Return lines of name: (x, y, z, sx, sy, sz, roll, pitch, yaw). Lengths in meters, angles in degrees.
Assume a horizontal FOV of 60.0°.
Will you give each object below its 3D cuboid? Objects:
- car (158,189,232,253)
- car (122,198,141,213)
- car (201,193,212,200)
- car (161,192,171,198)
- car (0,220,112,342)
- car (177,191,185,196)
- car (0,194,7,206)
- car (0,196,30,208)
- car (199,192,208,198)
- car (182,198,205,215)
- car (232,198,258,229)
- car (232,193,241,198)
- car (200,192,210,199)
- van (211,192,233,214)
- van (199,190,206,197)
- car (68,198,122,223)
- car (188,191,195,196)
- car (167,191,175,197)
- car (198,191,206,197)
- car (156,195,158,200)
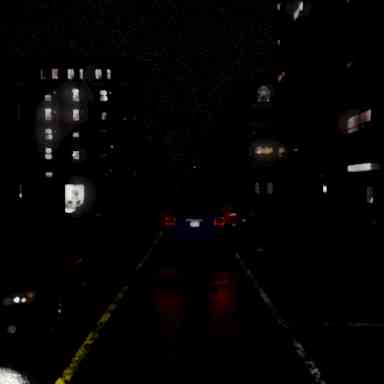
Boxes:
car: (0.094, 1.061, 13.057, 2.150, 2.045, 5.566, 0, 1, 0)
car: (-5.700, 1.212, 30.503, 1.802, 1.307, 4.206, 0, 1, 0)
car: (2.679, 0.833, 62.895, 1.802, 1.307, 4.206, 0, 1, 0)
car: (-5.703, 0.692, 73.953, 1.947, 1.339, 4.313, 0, 1, 0)
car: (-3.102, 1.484, 6.382, 1.994, 1.385, 4.181, 0, 1, 0)
car: (-3.008, 0.460, 92.997, 1.994, 1.385, 4.181, 0, 1, 0)
car: (-30.276, 1.228, 49.837, 4.097, 1.590, 1.967, -1, 2, 0)
car: (-22.407, 1.392, 41.259, 4.403, 1.369, 2.008, -1, 2, 0)
car: (2.677, 0.608, 79.464, 1.887, 1.381, 4.507, 0, 1, 0)
car: (0.096, 1.240, 29.717, 1.895, 1.301, 4.718, 0, 1, 0)
car: (2.682, 1.306, 19.447, 1.887, 1.381, 4.507, 0, 1, 0)
car: (2.680, 1.011, 24.972, 2.192, 1.841, 5.009, 0, 1, 0)
car: (2.678, 0.754, 68.418, 1.947, 1.339, 4.313, 0, 1, 0)
van: (2.680, 0.971, 30.500, 1.690, 1.788, 3.998, 0, 1, 0)
van: (2.675, 0.343, 84.984, 1.690, 1.788, 3.998, 0, 1, 0)
car: (-5.700, 1.202, 19.446, 1.967, 1.590, 4.097, 0, 1, 0)
car: (-0.008, 0.384, 89.016, 1.812, 1.442, 4.674, 0, 1, 0)
car: (-5.705, 0.485, 90.522, 1.887, 1.381, 4.507, 0, 1, 0)
car: (2.676, 0.506, 90.510, 1.947, 1.339, 4.313, 0, 1, 0)
car: (-5.702, 0.817, 62.906, 1.947, 1.339, 4.313, 0, 1, 0)
